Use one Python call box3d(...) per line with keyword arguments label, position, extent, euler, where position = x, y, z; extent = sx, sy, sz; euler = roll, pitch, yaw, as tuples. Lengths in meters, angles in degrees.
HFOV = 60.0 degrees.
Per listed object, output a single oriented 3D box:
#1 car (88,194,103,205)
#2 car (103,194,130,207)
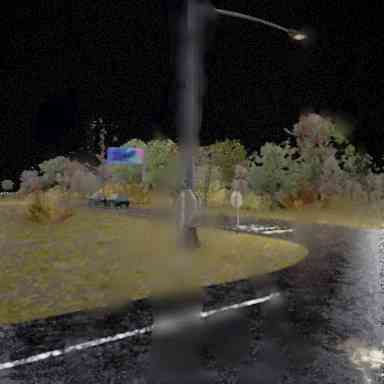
box3d(label="car", position=(-17.100, 1.304, 60.376), extent=(2.150, 2.045, 5.566), euler=(1, 0, -34))
box3d(label="car", position=(-11.604, 1.320, 52.176), extent=(2.150, 2.045, 5.566), euler=(1, 0, -33))
